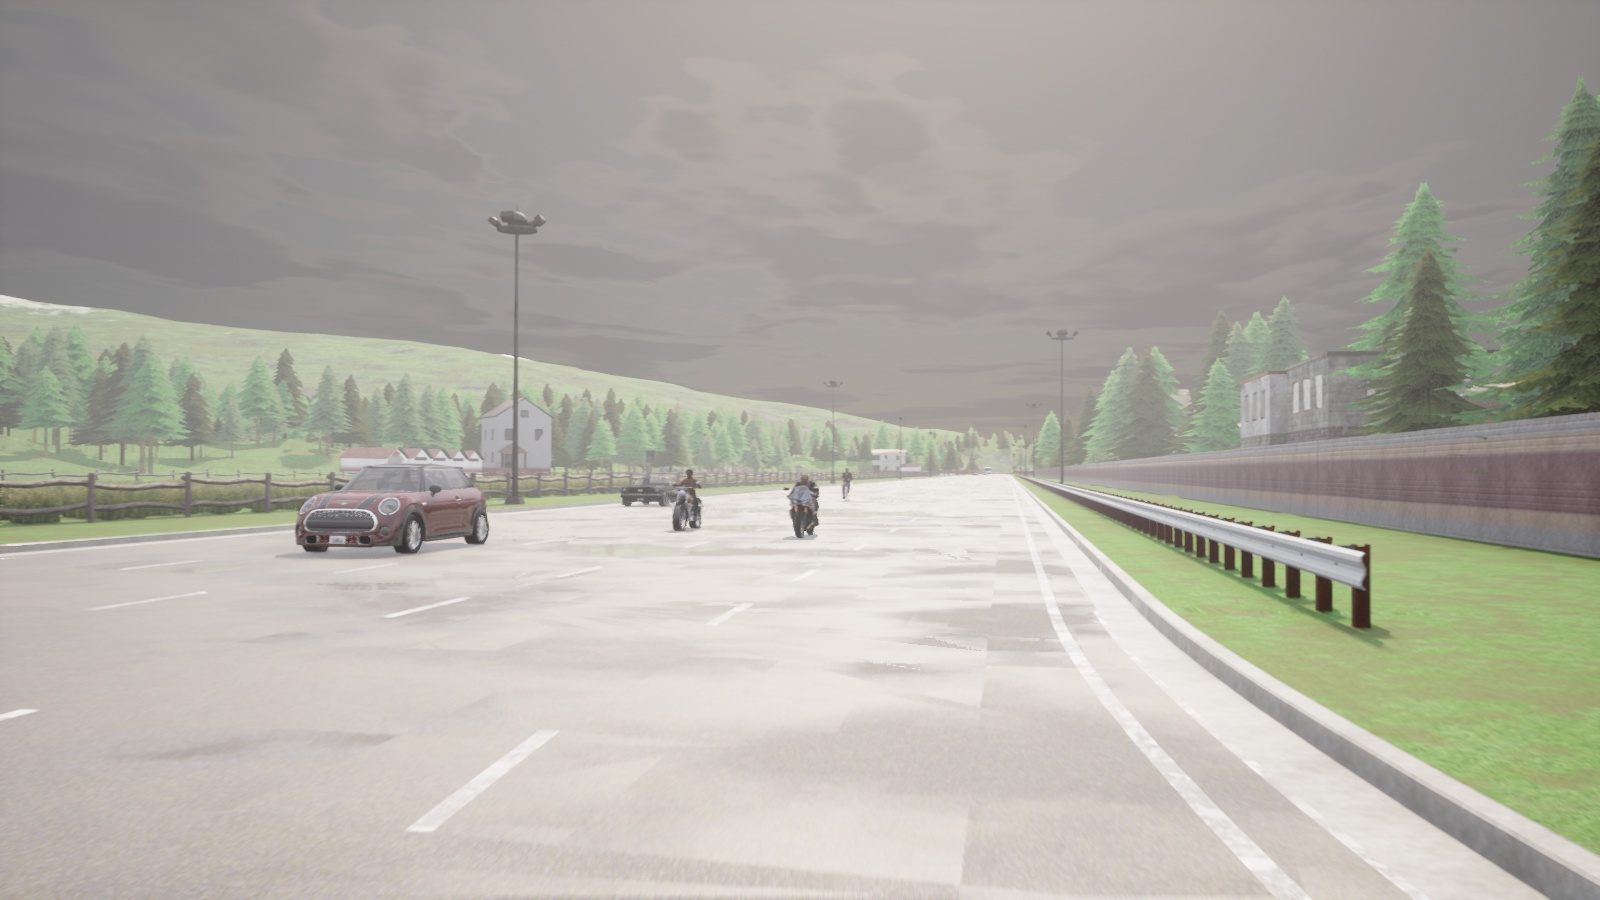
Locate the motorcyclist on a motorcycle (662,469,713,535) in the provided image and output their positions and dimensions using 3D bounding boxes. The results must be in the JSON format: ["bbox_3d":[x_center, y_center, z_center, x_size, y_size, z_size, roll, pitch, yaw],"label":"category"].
[{"bbox_3d":[-2.916,1.325,32.782,0.766,1.649,2.350,0,-1,9],"label":"motorcyclist on a motorcycle"}]

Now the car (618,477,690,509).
[{"bbox_3d":[-6.323,1.859,54.990,1.895,1.301,4.718,0,-1,9],"label":"car"}]

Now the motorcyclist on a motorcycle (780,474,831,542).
[{"bbox_3d":[0.144,1.349,29.842,0.866,1.530,2.191,0,-1,9],"label":"motorcyclist on a motorcycle"}]

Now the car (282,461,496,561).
[{"bbox_3d":[-7.839,1.112,24.506,2.097,1.767,4.553,0,-1,9],"label":"car"}]
